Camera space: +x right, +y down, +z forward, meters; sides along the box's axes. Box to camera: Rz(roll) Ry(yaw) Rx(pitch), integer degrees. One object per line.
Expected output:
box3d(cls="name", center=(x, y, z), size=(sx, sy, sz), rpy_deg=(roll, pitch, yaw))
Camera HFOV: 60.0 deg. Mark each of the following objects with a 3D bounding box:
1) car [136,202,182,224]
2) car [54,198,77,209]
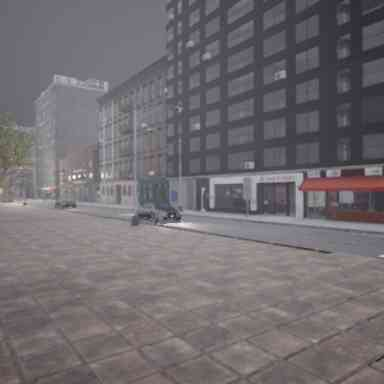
box3d(cls="car", center=(-2.495, 1.443, 23.994), size=(1.994, 1.385, 4.181), rpy_deg=(0, 0, -36))
box3d(cls="car", center=(-16.877, 1.470, 44.181), size=(2.033, 1.411, 5.357), rpy_deg=(0, 0, -35))
